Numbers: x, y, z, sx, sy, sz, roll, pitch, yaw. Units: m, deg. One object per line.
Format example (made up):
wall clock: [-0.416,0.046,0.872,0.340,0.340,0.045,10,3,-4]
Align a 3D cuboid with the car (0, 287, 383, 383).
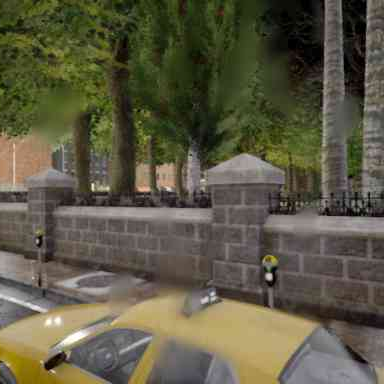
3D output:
car: [-0.142,1.531,2.920,4.829,1.417,1.752,0,-1,35]
